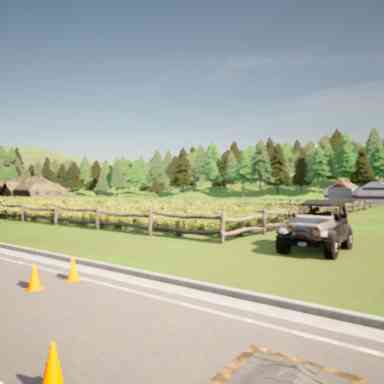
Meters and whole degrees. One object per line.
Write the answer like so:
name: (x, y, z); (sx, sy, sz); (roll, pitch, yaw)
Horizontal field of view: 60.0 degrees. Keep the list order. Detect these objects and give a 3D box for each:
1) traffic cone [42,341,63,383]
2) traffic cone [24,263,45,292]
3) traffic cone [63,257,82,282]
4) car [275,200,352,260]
traffic cone: (-1.539, 1.947, 3.663); (0.340, 0.580, 0.340); (0, 0, 36)
traffic cone: (-3.612, 1.934, 7.625); (0.340, 0.580, 0.340); (0, 0, 36)
traffic cone: (-3.027, 1.937, 8.436); (0.340, 0.580, 0.340); (0, 0, 36)
car: (4.553, 1.237, 12.106); (1.905, 1.878, 3.866); (0, 0, 36)
